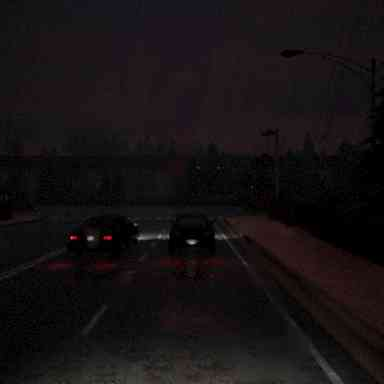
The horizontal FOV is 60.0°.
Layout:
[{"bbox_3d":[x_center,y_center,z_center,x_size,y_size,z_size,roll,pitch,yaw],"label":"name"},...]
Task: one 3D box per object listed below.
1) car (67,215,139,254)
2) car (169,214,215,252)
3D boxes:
[{"bbox_3d":[-3.499,1.675,13.984,2.033,1.411,5.357,0,0,0],"label":"car"},{"bbox_3d":[0.004,1.657,14.381,1.812,1.442,4.674,0,0,0],"label":"car"}]
